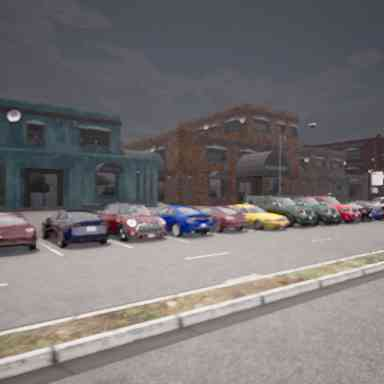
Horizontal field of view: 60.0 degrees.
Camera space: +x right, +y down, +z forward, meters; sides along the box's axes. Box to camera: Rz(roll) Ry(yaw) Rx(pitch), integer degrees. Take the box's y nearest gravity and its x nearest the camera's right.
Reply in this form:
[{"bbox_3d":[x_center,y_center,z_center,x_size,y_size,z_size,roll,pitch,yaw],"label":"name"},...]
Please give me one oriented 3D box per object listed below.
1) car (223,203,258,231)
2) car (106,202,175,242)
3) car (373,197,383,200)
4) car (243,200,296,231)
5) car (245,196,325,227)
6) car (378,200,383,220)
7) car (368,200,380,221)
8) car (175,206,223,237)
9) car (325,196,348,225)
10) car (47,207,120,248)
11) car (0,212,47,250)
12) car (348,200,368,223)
[{"bbox_3d":[1.357,1.545,19.930,2.002,1.452,4.674,0,0,-36],"label":"car"},{"bbox_3d":[-3.126,1.366,16.723,2.185,1.767,4.553,0,0,-36],"label":"car"},{"bbox_3d":[16.953,1.601,31.277,2.185,1.767,4.553,1,-1,-36],"label":"car"},{"bbox_3d":[3.697,1.512,21.401,1.946,1.575,5.366,0,0,-36],"label":"car"},{"bbox_3d":[5.835,1.284,23.144,2.435,2.045,5.566,1,0,-36],"label":"car"},{"bbox_3d":[14.720,1.707,29.655,2.163,1.488,4.792,1,-1,-36],"label":"car"},{"bbox_3d":[12.513,1.629,28.013,2.097,1.535,5.008,1,-1,-36],"label":"car"},{"bbox_3d":[-0.872,1.496,18.311,2.097,1.535,5.008,0,0,-36],"label":"car"},{"bbox_3d":[8.068,1.308,24.763,2.435,2.045,5.566,1,0,-36],"label":"car"},{"bbox_3d":[-5.357,1.517,15.102,2.163,1.488,4.792,0,0,-36],"label":"car"},{"bbox_3d":[-7.571,1.523,13.459,2.002,1.452,4.674,0,0,-36],"label":"car"},{"bbox_3d":[10.296,1.342,26.378,2.435,2.045,5.566,1,-1,-36],"label":"car"}]
